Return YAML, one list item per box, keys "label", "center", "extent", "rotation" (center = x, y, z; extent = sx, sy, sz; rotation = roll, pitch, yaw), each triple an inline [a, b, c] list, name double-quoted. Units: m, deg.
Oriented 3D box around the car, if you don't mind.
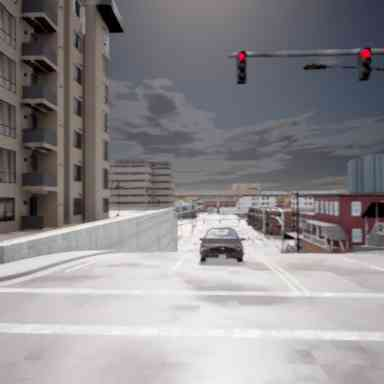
- label: "car"
  center: [1.396, 2.412, 15.725]
  extent: [2.033, 1.411, 5.357]
  rotation: [0, -6, 4]
